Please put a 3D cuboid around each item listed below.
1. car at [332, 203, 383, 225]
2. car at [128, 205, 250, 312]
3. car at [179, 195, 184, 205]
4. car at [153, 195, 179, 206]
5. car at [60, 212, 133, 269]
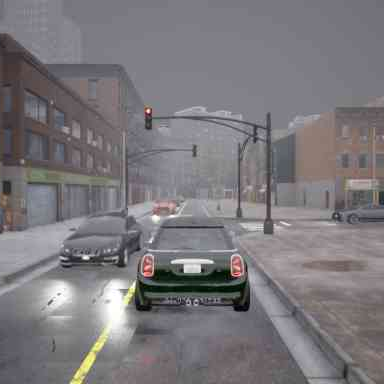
[{"bbox_3d":[12.054,1.487,23.220,4.181,1.385,1.994,0,0,0],"label":"car"},{"bbox_3d":[0.022,1.351,7.894,2.097,1.767,4.553,0,0,0],"label":"car"},{"bbox_3d":[-2.757,1.567,51.079,2.033,1.411,5.357,0,0,0],"label":"car"},{"bbox_3d":[-2.790,1.358,34.325,2.097,1.767,4.553,0,0,0],"label":"car"},{"bbox_3d":[-2.831,1.504,11.298,1.837,1.490,4.892,0,0,0],"label":"car"}]
